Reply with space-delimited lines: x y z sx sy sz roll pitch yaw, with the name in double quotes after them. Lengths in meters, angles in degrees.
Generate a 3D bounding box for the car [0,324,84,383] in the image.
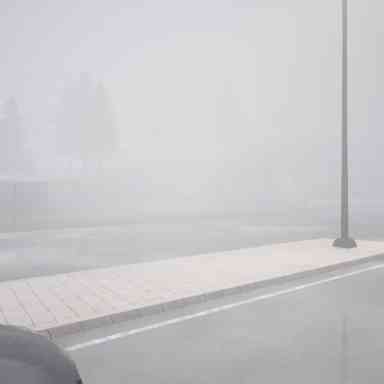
-3.032 1.492 1.596 4.902 1.511 2.128 0 0 -35 "car"
